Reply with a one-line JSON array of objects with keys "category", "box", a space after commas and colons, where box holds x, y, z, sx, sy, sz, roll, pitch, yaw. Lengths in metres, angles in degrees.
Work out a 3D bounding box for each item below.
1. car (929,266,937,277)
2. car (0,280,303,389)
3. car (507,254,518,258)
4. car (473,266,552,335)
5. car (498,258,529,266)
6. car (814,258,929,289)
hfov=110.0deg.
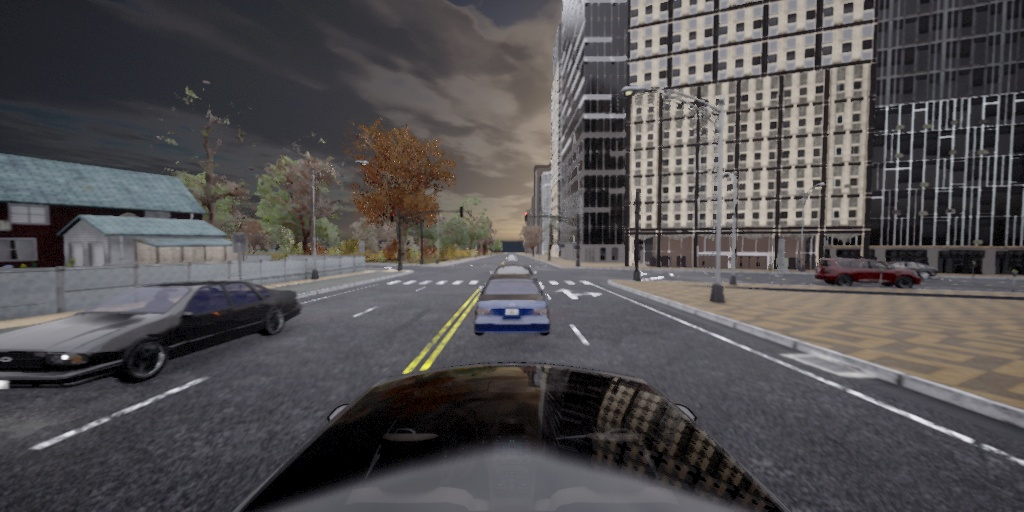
[{"category": "car", "box": [31.040, 1.096, 28.953, 4.403, 1.370, 2.007, 0, 0, 20]}, {"category": "car", "box": [-6.541, 1.221, 7.234, 2.033, 1.411, 5.357, 0, 1, 1]}, {"category": "car", "box": [0.062, 0.454, 63.729, 1.812, 1.442, 4.674, 0, 1, 0]}, {"category": "car", "box": [-0.006, 1.183, 10.038, 2.033, 1.411, 5.357, 0, 1, 0]}, {"category": "car", "box": [0.062, 1.041, 15.194, 1.882, 1.535, 5.008, 0, 1, 0]}, {"category": "car", "box": [23.008, 1.096, 23.506, 5.009, 1.841, 2.192, 0, 0, 20]}]
